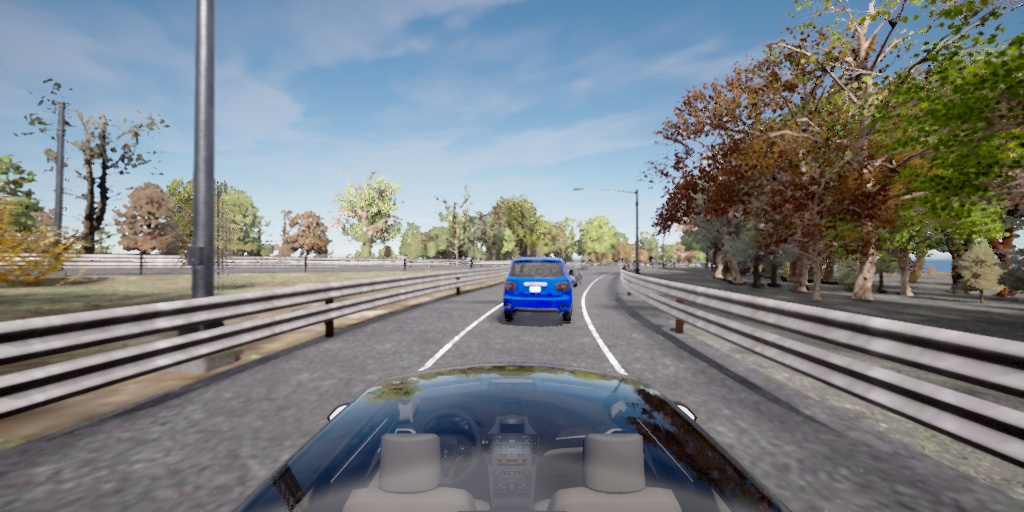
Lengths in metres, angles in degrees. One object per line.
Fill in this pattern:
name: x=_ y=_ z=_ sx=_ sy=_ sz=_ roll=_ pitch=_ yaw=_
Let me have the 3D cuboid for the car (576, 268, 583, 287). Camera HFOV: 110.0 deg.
car: x=4.341 y=1.562 z=27.670 sx=2.033 sy=1.411 sz=5.357 roll=0 pitch=-1 yaw=16

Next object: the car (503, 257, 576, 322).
car: x=1.073 y=1.075 z=12.994 sx=2.150 sy=2.045 sz=5.566 roll=0 pitch=0 yaw=9
